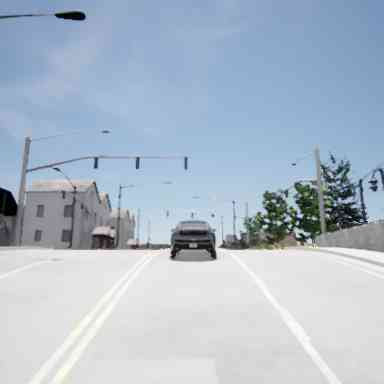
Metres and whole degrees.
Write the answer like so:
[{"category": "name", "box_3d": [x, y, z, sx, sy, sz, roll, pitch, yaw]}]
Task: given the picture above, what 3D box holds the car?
[{"category": "car", "box_3d": [0.066, 2.057, 15.008, 1.837, 1.490, 4.892, 0, -7, 0]}]
